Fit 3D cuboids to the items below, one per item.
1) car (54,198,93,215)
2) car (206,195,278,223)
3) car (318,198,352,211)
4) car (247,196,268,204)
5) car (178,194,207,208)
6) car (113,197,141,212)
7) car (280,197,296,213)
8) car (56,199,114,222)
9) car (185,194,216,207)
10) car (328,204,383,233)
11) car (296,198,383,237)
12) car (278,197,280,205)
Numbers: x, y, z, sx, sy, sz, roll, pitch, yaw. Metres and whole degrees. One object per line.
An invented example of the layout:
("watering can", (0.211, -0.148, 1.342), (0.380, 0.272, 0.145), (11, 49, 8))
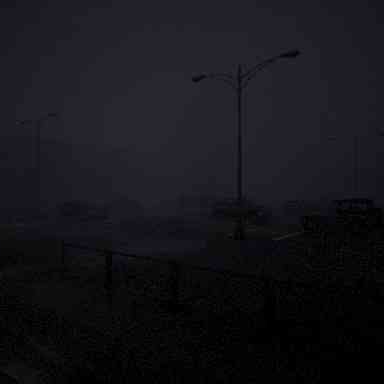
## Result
("car", (-11.774, 1.419, 32.950), (3.806, 1.475, 1.970), (0, 0, 38))
("car", (3.689, 1.288, 25.032), (4.605, 1.855, 1.932), (0, 0, 38))
("car", (18.102, 1.511, 42.260), (3.633, 1.501, 1.845), (0, 0, 38))
("car", (12.808, 1.562, 65.394), (3.633, 1.501, 1.845), (0, 0, 38))
("car", (-0.203, 1.264, 48.289), (3.866, 1.878, 1.905), (0, 0, 38))
("car", (-8.079, 1.341, 38.206), (5.027, 1.636, 2.152), (0, 0, 38))
("car", (11.917, 1.489, 34.411), (4.514, 1.523, 2.007), (0, 0, 38))
("car", (-8.473, 1.486, 25.724), (4.514, 1.523, 2.007), (0, 0, 38))
("car", (1.260, 1.285, 50.833), (4.605, 1.855, 1.932), (0, 0, 38))
("car", (10.395, 1.553, 19.842), (3.806, 1.475, 1.970), (0, 0, 38))
("car", (7.867, 1.269, 17.598), (3.866, 1.878, 1.905), (0, 0, 38))
("car", (16.822, 1.574, 58.478), (3.806, 1.475, 1.970), (0, 0, 38))
